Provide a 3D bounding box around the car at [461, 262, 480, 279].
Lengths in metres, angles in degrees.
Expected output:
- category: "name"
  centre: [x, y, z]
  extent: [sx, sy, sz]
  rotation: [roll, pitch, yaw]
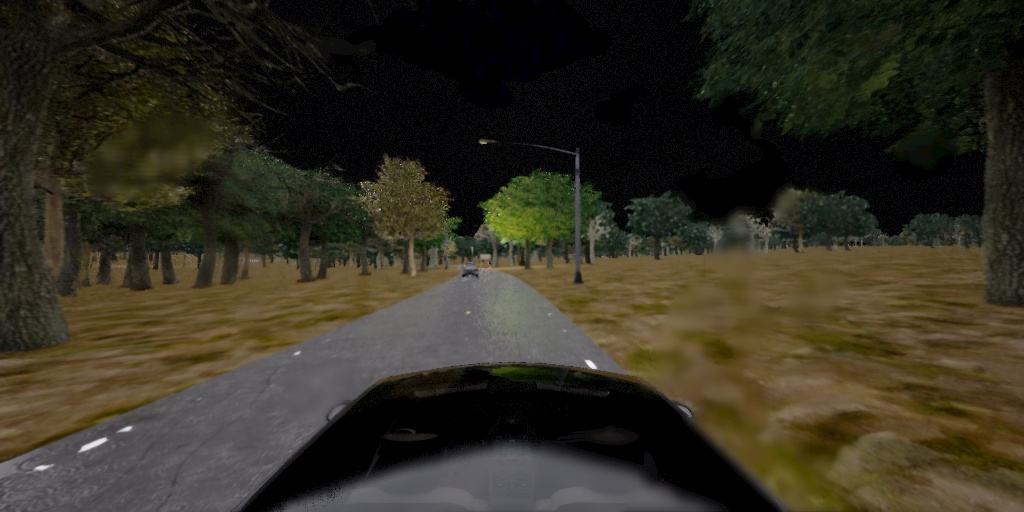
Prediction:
- category: "car"
  centre: [-4.584, 1.733, 40.027]
  extent: [2.033, 1.411, 5.357]
  rotation: [0, -1, -4]
